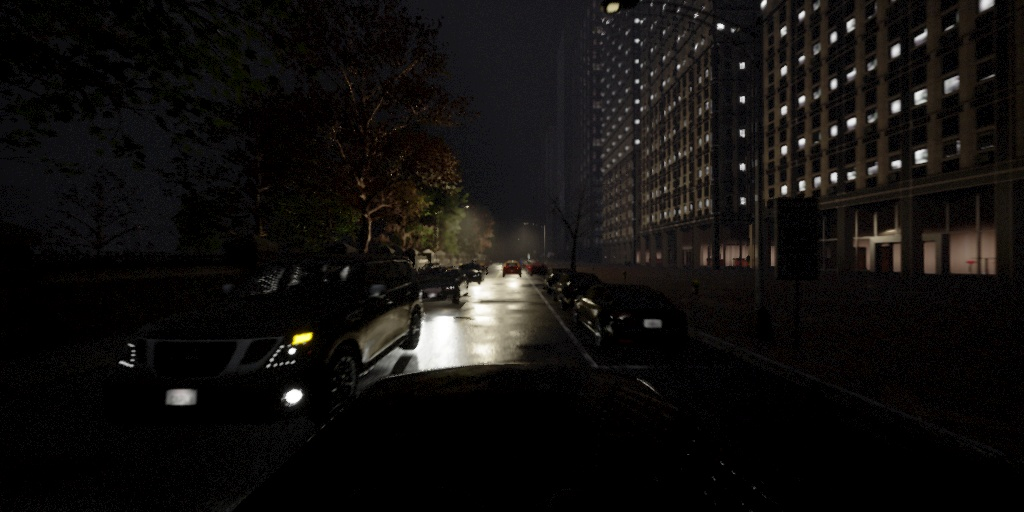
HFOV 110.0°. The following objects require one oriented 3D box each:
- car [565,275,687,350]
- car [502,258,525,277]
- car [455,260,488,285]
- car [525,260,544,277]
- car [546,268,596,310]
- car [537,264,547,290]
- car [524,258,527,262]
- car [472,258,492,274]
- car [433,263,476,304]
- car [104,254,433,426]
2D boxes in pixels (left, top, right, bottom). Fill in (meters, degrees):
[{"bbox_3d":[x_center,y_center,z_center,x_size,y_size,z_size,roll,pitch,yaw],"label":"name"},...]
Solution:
[{"bbox_3d":[2.689,1.326,8.924,1.948,1.339,4.313,0,0,0],"label":"car"},{"bbox_3d":[0.008,1.287,36.084,1.882,1.535,5.008,0,0,0],"label":"car"},{"bbox_3d":[-3.087,1.296,26.857,1.837,1.490,4.892,0,0,0],"label":"car"},{"bbox_3d":[2.692,1.357,37.087,1.888,1.381,4.507,0,0,0],"label":"car"},{"bbox_3d":[2.690,1.335,14.557,1.948,1.339,4.313,0,0,0],"label":"car"},{"bbox_3d":[2.690,1.344,20.189,1.948,1.339,4.313,0,0,0],"label":"car"},{"bbox_3d":[2.693,1.264,42.718,1.967,1.591,4.097,0,0,0],"label":"car"},{"bbox_3d":[-2.998,0.943,33.010,2.128,1.511,4.902,0,0,0],"label":"car"},{"bbox_3d":[-3.099,1.264,16.432,2.128,1.511,4.902,0,0,0],"label":"car"},{"bbox_3d":[-3.102,0.978,6.131,2.150,2.045,5.566,0,0,0],"label":"car"}]
